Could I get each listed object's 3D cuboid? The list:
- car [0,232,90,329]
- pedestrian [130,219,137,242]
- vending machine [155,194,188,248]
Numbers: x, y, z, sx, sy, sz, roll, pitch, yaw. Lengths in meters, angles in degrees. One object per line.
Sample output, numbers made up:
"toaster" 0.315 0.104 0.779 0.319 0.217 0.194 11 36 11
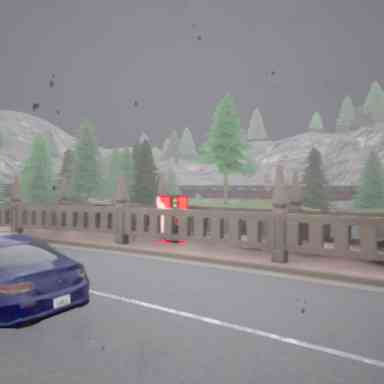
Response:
"car" -3.946 1.494 6.270 4.674 1.442 1.812 0 0 31
"pedestrian" -2.433 1.072 13.741 0.375 1.860 0.375 1 1 30
"vending machine" -0.842 1.127 13.715 0.880 2.100 1.100 1 0 31
